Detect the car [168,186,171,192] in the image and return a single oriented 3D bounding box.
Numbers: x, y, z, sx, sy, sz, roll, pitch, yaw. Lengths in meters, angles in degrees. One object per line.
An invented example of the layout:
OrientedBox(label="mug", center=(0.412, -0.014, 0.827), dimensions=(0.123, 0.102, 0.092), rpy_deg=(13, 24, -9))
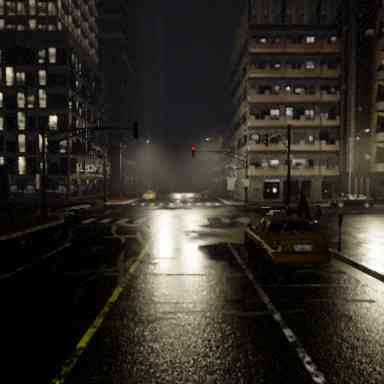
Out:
OrientedBox(label="car", center=(-6.363, -0.084, 76.476), dimensions=(1.802, 1.307, 4.206), rpy_deg=(-1, 1, 0))

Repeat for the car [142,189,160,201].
OrientedBox(label="car", center=(-6.117, 0.475, 48.040), dimensions=(1.752, 1.417, 4.829), rpy_deg=(-1, 1, 0))

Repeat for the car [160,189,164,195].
OrientedBox(label="car", center=(-6.167, 0.389, 53.864), dimensions=(1.947, 1.339, 4.313), rpy_deg=(-1, 1, 0))

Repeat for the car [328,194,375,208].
OrientedBox(label="car", center=(16.026, 0.907, 33.587), dimensions=(4.403, 1.369, 2.008), rpy_deg=(1, 2, 0))

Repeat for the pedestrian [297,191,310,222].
OrientedBox(label="pedestrian", center=(6.243, 0.735, 18.682), dimensions=(0.375, 1.860, 0.375), rpy_deg=(-1, 2, 0))

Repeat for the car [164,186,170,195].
OrientedBox(label="car", center=(-6.314, 0.001, 70.822), dimensions=(1.887, 1.381, 4.507), rpy_deg=(-1, 1, 0))

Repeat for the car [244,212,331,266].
OrientedBox(label="car", center=(2.719, 1.295, 10.510), dimensions=(1.752, 1.417, 4.829), rpy_deg=(-1, 1, 0))

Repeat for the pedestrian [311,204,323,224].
OrientedBox(label="pedestrian", center=(7.335, 0.900, 19.298), dimensions=(0.375, 1.860, 0.375), rpy_deg=(-1, 2, 0))

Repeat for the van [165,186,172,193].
OrientedBox(label="van", center=(-6.514, -0.691, 93.431), dimensions=(1.690, 1.788, 3.998), rpy_deg=(-1, 1, 0))

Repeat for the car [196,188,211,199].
OrientedBox(label="car", center=(2.213, 0.377, 53.937), dimensions=(2.008, 1.369, 4.403), rpy_deg=(-1, 1, 0))

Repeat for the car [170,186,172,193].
OrientedBox(label="car", center=(-6.413, -0.243, 82.129), dimensions=(1.887, 1.381, 4.507), rpy_deg=(-1, 1, 0))

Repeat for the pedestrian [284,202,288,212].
OrientedBox(label="pedestrian", center=(5.660, 1.097, 19.891), dimensions=(0.500, 1.100, 0.500), rpy_deg=(-1, 2, 0))
